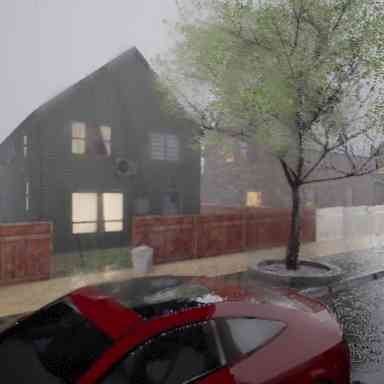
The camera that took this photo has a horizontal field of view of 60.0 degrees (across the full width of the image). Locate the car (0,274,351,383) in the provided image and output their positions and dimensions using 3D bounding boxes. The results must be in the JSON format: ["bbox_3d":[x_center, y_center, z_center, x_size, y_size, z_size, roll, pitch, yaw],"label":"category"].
[{"bbox_3d":[-0.558,1.526,2.669,4.674,1.442,1.812,0,0,-35],"label":"car"}]
